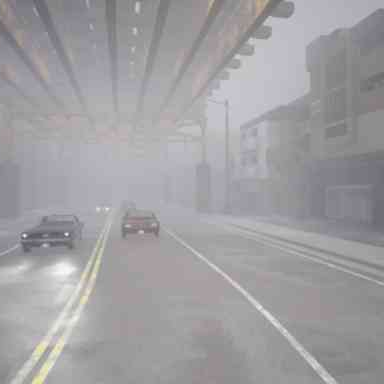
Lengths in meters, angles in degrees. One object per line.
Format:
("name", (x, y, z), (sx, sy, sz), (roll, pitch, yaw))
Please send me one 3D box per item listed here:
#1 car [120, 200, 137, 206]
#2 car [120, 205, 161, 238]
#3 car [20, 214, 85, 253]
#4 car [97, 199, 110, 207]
("car", (-7.556, 1.666, 39.780), (1.994, 1.385, 4.181), (-1, 0, -12))
("car", (-2.896, 1.640, 18.164), (1.895, 1.301, 4.718), (-1, 0, -12))
("car", (-5.837, 1.669, 14.367), (1.895, 1.301, 4.718), (-1, 0, -12))
("car", (-14.561, 1.753, 54.879), (1.895, 1.301, 4.718), (-1, 0, -12))
